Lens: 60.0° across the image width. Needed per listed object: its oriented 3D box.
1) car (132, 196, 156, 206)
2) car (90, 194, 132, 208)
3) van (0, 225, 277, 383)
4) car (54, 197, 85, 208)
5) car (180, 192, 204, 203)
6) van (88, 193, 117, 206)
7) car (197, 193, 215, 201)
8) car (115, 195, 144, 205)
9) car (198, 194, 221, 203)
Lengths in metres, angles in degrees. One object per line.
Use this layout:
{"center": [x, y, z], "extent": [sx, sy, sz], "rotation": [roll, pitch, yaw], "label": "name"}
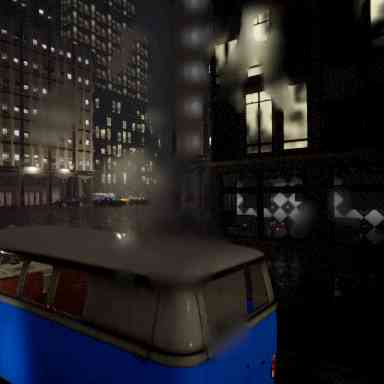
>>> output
{"center": [-6.776, 1.230, 45.606], "extent": [2.008, 1.369, 4.403], "rotation": [0, 0, 36], "label": "car"}
{"center": [-10.107, 1.267, 41.058], "extent": [1.887, 1.381, 4.507], "rotation": [0, 0, 36], "label": "car"}
{"center": [-1.082, 1.342, 3.663], "extent": [3.998, 1.788, 1.690], "rotation": [0, -1, 36], "label": "van"}
{"center": [-16.891, 1.403, 45.975], "extent": [1.947, 1.339, 4.313], "rotation": [0, 0, 36], "label": "car"}
{"center": [-0.115, 0.909, 54.702], "extent": [2.192, 1.841, 5.009], "rotation": [0, 0, 36], "label": "car"}
{"center": [-13.560, 1.135, 50.525], "extent": [1.690, 1.788, 3.998], "rotation": [0, 0, 36], "label": "van"}
{"center": [3.104, 1.016, 73.278], "extent": [1.967, 1.590, 4.097], "rotation": [0, 0, 36], "label": "car"}
{"center": [-10.327, 1.278, 54.939], "extent": [1.752, 1.417, 4.829], "rotation": [0, 0, 36], "label": "car"}
{"center": [3.218, 1.101, 59.252], "extent": [2.008, 1.369, 4.403], "rotation": [0, 0, 36], "label": "car"}
